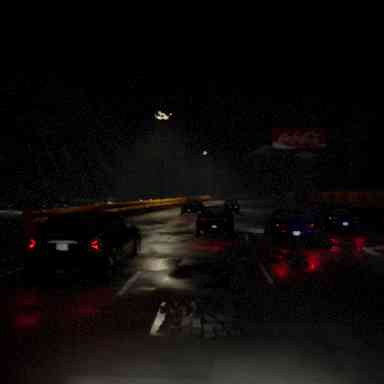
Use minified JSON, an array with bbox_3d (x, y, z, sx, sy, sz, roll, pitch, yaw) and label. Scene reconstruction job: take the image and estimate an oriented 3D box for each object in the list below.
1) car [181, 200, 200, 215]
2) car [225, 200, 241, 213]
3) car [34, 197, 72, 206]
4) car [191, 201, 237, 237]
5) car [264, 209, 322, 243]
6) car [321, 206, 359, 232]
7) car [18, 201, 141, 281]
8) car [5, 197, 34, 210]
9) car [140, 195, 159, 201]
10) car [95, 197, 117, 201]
[{"bbox_3d":[0.116,1.500,32.850,1.812,1.442,4.674,0,0,10],"label":"car"},{"bbox_3d":[4.286,1.543,36.410,2.033,1.411,5.357,0,0,10],"label":"car"},{"bbox_3d":[-16.472,1.359,40.550,2.128,1.511,4.902,0,0,11],"label":"car"},{"bbox_3d":[1.321,1.471,18.078,1.882,1.535,5.008,0,0,7],"label":"car"},{"bbox_3d":[4.603,1.540,16.135,1.812,1.442,4.674,0,0,6],"label":"car"},{"bbox_3d":[8.693,1.561,20.425,1.812,1.442,4.674,0,0,8],"label":"car"},{"bbox_3d":[-2.961,1.326,10.035,2.097,1.767,4.553,0,0,3],"label":"car"},{"bbox_3d":[-20.136,1.341,39.925,2.128,1.511,4.902,0,0,11],"label":"car"},{"bbox_3d":[-6.869,1.265,53.948,2.097,1.767,4.553,0,0,10],"label":"car"},{"bbox_3d":[-11.960,1.384,45.782,2.128,1.511,4.902,0,0,11],"label":"car"}]
